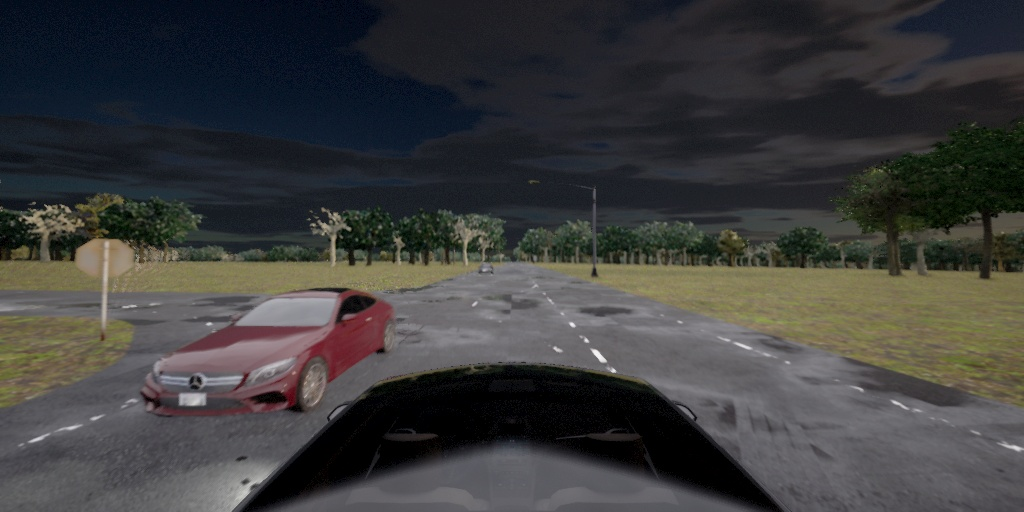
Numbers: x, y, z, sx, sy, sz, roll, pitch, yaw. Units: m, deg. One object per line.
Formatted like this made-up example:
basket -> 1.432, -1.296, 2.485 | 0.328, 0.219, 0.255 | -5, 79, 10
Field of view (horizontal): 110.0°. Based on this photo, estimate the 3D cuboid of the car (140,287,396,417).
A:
car -> -3.462, 1.313, 6.232 | 1.812, 1.442, 4.674 | 0, 0, 0

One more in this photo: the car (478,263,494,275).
car -> -3.368, 1.645, 46.948 | 2.128, 1.511, 4.902 | 0, 0, 0
